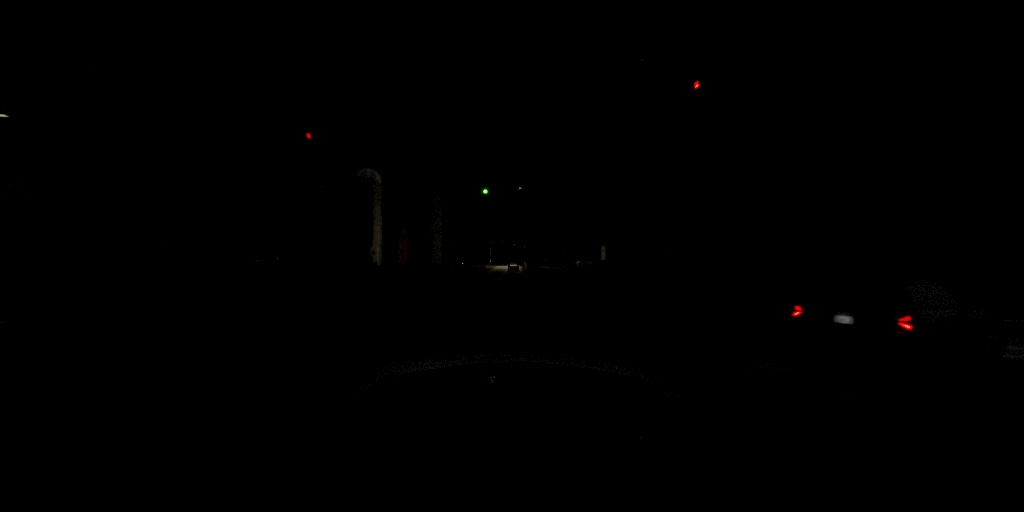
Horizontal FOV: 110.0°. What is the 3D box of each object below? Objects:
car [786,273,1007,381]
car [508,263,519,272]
[{"bbox_3d":[8.051,1.244,7.576,4.553,1.767,2.097,2,-1,-26],"label":"car"},{"bbox_3d":[0.231,2.021,60.950,1.895,1.301,4.718,0,-1,0],"label":"car"}]
